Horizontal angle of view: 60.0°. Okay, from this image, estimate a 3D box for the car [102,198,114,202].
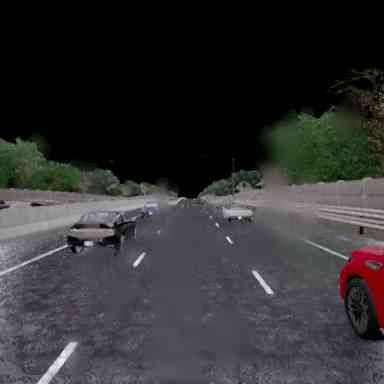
[{"bbox_3d":[-17.492,2.097,69.604,2.128,1.511,4.902,0,-1,0],"label":"car"}]

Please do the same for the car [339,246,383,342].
[{"bbox_3d":[3.579,1.222,3.321,2.150,2.045,5.566,0,0,0],"label":"car"}]

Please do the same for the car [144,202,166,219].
[{"bbox_3d":[-3.399,1.605,29.897,1.812,1.442,4.674,0,0,0],"label":"car"}]

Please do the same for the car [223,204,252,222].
[{"bbox_3d":[3.601,1.658,27.223,1.895,1.301,4.718,0,0,0],"label":"car"}]

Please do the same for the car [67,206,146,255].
[{"bbox_3d":[-3.402,1.494,13.412,2.128,1.511,4.902,0,0,0],"label":"car"}]

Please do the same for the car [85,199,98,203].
[{"bbox_3d":[-20.992,2.096,69.604,1.812,1.442,4.674,0,-1,0],"label":"car"}]

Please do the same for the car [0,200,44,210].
[{"bbox_3d":[-14.094,1.543,28.045,1.882,1.535,5.008,0,0,0],"label":"car"}]
